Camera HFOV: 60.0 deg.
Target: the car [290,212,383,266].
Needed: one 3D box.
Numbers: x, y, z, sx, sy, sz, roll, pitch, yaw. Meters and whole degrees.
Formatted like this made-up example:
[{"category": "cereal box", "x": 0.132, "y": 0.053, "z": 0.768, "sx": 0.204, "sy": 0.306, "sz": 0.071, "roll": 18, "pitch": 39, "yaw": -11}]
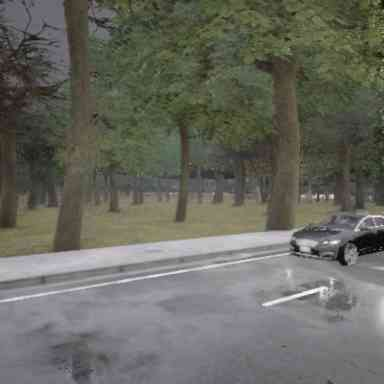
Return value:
[{"category": "car", "x": 5.433, "y": 1.474, "z": 11.515, "sx": 4.902, "sy": 1.511, "sz": 2.128, "roll": 0, "pitch": 0, "yaw": -35}]
